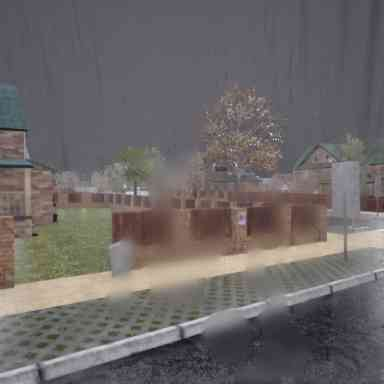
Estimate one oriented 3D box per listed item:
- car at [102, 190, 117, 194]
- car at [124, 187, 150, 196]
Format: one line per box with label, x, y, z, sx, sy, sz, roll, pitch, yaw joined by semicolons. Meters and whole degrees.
car;-15.269;0.319;60.955;2.128;1.511;4.902;-2;2;-33
car;-8.498;0.269;51.106;2.150;2.045;5.566;-2;2;-34
